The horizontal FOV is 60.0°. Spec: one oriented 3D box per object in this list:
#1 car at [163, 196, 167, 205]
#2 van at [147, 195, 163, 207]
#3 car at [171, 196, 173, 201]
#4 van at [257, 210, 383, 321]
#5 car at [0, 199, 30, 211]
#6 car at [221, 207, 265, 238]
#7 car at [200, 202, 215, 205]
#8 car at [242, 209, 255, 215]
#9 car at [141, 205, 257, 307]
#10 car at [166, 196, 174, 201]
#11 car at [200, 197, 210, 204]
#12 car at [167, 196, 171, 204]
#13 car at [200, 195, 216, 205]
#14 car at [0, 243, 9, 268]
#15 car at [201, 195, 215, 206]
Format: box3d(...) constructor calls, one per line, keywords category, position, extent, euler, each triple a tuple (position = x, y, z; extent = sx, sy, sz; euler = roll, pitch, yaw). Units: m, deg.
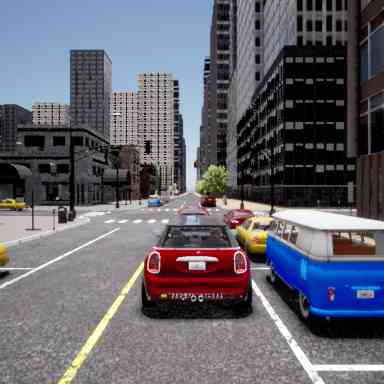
box3d(category="car", position=(-5.767, 1.505, 56.213), extent=(1.967, 1.590, 4.097), euler=(0, 0, 0))
box3d(category="van", position=(-5.760, 1.395, 50.690), extent=(1.690, 1.788, 3.998), euler=(0, 0, 0))
box3d(category="car", position=(-5.789, 1.654, 72.785), extent=(2.008, 1.369, 4.403), euler=(0, 0, 0))
box3d(category="van", position=(2.678, 1.341, 6.988), extent=(1.690, 1.788, 3.998), euler=(0, 0, 0))
box3d(category="car", position=(-21.460, 1.469, 38.500), extent=(4.829, 1.417, 1.752), euler=(0, 0, 0))
box3d(category="car", position=(2.663, 1.587, 18.315), extent=(1.802, 1.307, 4.206), euler=(0, 0, 0))
box3d(category="car", position=(0.077, 1.482, 17.334), extent=(1.882, 1.535, 5.008), euler=(0, 0, 0))
box3d(category="car", position=(2.670, 1.527, 12.822), extent=(1.752, 1.417, 4.829), euler=(0, 0, 0))
box3d(category="car", position=(0.088, 1.352, 8.127), extent=(2.097, 1.767, 4.553), euler=(0, 0, 0))
box3d(category="car", position=(-5.811, 1.673, 89.187), extent=(1.752, 1.417, 4.829), euler=(0, 0, 0))
box3d(category="car", position=(2.599, 1.655, 67.275), extent=(1.947, 1.339, 4.313), euler=(0, 0, 0))
box3d(category="car", position=(-5.782, 1.529, 67.262), extent=(1.967, 1.590, 4.097), euler=(0, 0, 0))
box3d(category="car", position=(2.619, 1.369, 50.703), extent=(2.192, 1.841, 5.009), euler=(0, 0, 0))
box3d(category="car", position=(-5.701, 1.525, 6.807), extent=(1.752, 1.417, 4.829), euler=(0, 0, 0))
box3d(category="car", position=(2.612, 1.380, 56.227), extent=(2.192, 1.841, 5.009), euler=(0, 0, 0))
